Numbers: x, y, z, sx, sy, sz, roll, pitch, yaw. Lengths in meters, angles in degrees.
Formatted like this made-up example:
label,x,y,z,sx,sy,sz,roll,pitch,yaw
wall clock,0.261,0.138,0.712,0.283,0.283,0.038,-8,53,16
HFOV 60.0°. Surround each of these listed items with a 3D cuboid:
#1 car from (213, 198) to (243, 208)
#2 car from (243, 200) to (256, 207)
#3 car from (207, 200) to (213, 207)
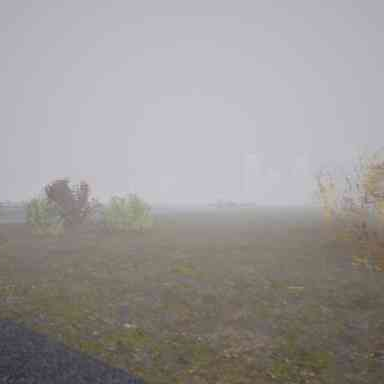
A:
label,x,y,z,sx,sy,sz,roll,pitch,yaw
car,6.338,2.088,58.260,2.033,1.411,5.357,-1,-1,36
car,10.922,2.193,64.680,1.994,1.385,4.181,-1,-1,36
car,4.689,1.974,62.018,2.097,1.767,4.553,-1,-1,36
